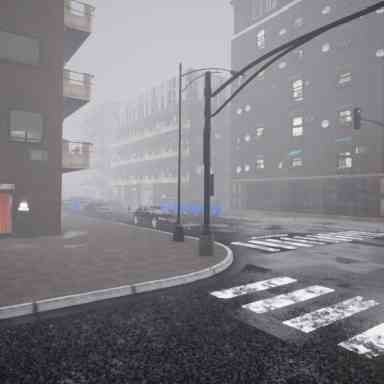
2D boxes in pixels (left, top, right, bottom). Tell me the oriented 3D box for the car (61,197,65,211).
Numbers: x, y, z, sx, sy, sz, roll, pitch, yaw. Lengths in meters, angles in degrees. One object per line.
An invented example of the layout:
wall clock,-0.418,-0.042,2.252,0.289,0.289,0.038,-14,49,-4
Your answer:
car,-15.080,1.581,40.048,2.008,1.369,4.403,1,-1,-35

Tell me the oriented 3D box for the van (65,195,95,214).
van,-11.902,1.361,35.445,1.690,1.788,3.998,1,-1,-35

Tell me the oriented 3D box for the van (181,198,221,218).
van,0.938,1.439,30.710,1.690,1.788,3.998,1,-1,-35

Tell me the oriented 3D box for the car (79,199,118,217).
car,-8.727,1.592,30.839,1.802,1.307,4.206,1,-1,-35

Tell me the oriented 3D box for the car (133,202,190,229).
car,-2.373,1.540,21.629,2.008,1.369,4.403,1,-1,-35

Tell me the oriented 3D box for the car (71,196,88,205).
car,-21.301,1.606,62.943,1.967,1.590,4.097,1,-1,-35

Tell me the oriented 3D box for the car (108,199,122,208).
car,-11.771,1.683,49.128,1.887,1.381,4.507,1,-1,-35

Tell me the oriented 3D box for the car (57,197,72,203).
car,-27.655,1.727,72.152,1.887,1.381,4.507,1,-1,-35

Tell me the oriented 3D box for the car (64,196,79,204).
car,-24.477,1.614,67.548,1.967,1.590,4.097,1,-1,-35

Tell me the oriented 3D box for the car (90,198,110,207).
car,-14.948,1.730,53.732,1.802,1.307,4.206,1,-1,-35

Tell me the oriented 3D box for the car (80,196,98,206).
car,-18.124,1.597,58.338,1.967,1.590,4.097,1,-1,-35

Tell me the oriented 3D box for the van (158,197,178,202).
van,-2.239,1.450,35.315,1.690,1.788,3.998,1,-1,-35
